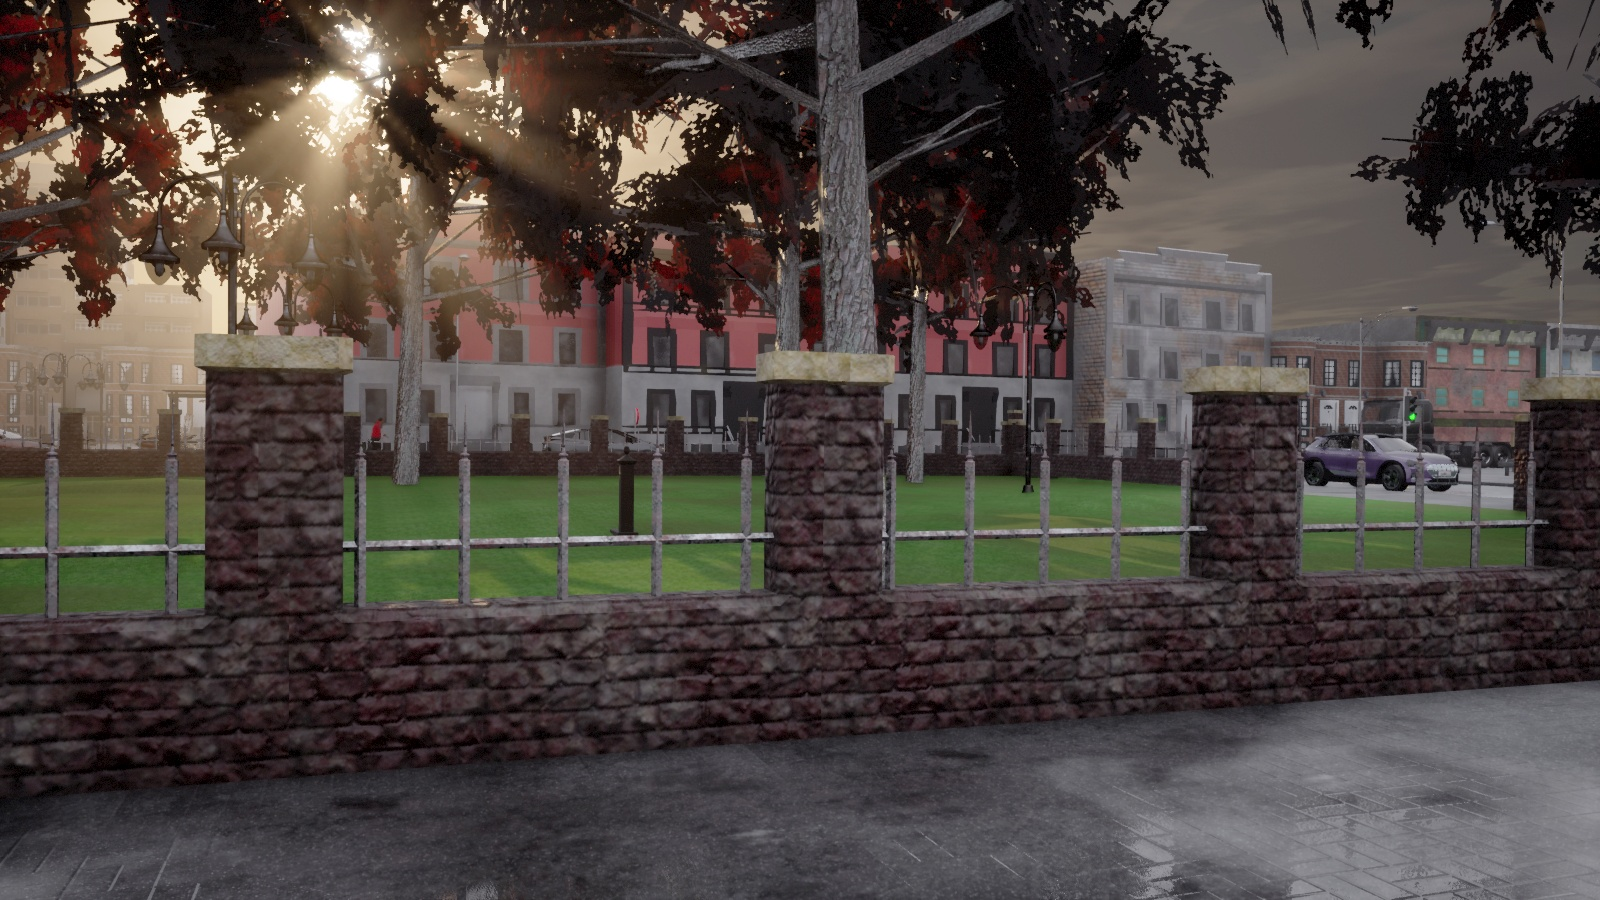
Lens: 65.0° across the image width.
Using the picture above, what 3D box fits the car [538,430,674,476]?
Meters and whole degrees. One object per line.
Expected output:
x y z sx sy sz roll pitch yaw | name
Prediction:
-6.960 0.089 44.948 4.514 1.525 2.007 -1 1 -18 | car

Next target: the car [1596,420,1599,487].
19.865 0.094 26.833 2.007 1.525 4.514 -1 1 -21 | car

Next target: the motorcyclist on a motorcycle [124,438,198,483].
-22.313 0.360 43.893 2.191 1.530 0.866 -1 1 -19 | motorcyclist on a motorcycle

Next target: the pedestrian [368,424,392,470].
-17.097 -0.139 51.075 0.899 1.844 0.634 -1 1 -19 | pedestrian

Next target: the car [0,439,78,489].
-25.209 0.441 38.669 4.792 1.488 2.163 -1 1 -19 | car

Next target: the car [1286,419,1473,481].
16.602 -0.041 36.265 2.033 1.649 4.856 -1 1 -21 | car

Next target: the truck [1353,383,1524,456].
31.763 -1.543 62.450 7.936 3.462 2.891 -1 1 -19 | truck
